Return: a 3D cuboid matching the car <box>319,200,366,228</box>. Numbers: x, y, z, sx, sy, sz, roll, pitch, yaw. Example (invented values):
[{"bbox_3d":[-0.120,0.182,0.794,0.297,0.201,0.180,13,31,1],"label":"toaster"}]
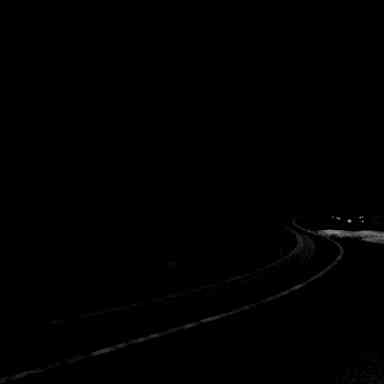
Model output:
[{"bbox_3d":[8.927,1.272,20.190,1.837,1.490,4.892,-2,0,12],"label":"car"}]
